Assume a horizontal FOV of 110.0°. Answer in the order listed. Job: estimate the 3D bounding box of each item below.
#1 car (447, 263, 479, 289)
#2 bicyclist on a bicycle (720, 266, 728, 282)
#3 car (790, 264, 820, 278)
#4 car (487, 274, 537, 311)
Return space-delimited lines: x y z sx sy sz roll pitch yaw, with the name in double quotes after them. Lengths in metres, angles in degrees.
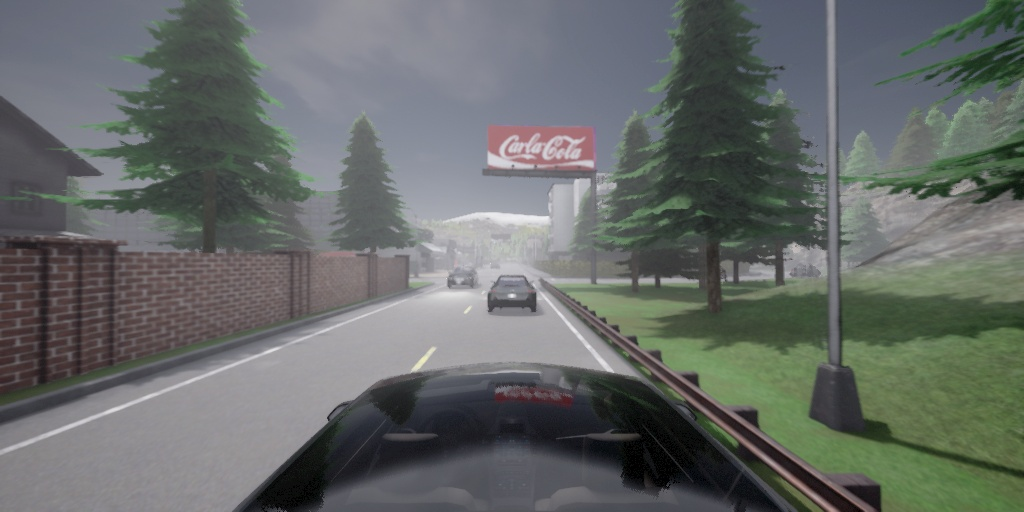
-3.518 1.520 26.270 2.128 1.511 4.902 0 -1 0 "car"
19.337 1.607 33.275 0.582 1.620 1.656 -2 -3 -13 "bicyclist on a bicycle"
36.665 1.964 44.878 5.357 1.411 2.033 0 -1 -36 "car"
0.015 1.468 15.301 1.994 1.385 4.181 0 -1 0 "car"
